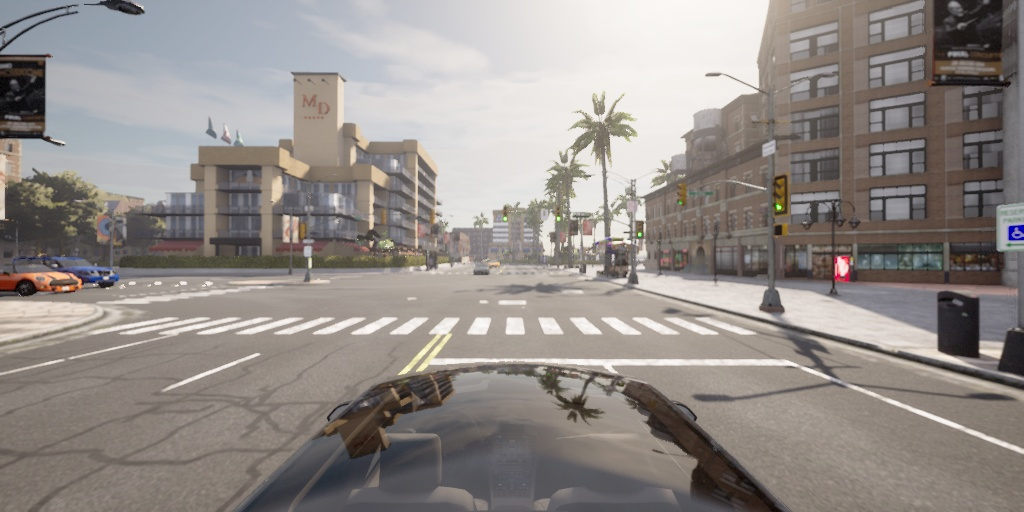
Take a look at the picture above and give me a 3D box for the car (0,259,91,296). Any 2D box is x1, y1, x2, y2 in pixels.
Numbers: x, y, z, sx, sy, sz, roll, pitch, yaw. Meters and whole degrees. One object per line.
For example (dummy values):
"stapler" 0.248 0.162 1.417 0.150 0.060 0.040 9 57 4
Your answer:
"car" -26.852 1.206 19.764 4.553 1.767 2.097 0 0 0

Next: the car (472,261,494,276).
"car" -3.454 1.577 41.897 1.837 1.490 4.892 0 0 0

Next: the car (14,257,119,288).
"car" -29.099 1.097 23.252 5.566 2.045 2.150 0 0 0
